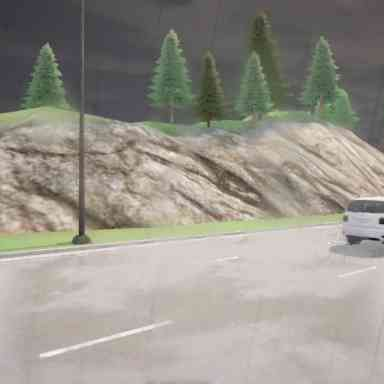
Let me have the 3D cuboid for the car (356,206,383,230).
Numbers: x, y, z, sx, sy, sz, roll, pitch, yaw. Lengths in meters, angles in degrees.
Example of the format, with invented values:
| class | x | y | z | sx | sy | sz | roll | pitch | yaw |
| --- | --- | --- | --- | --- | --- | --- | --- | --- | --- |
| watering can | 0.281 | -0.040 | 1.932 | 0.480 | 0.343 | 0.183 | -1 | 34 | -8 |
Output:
| class | x | y | z | sx | sy | sz | roll | pitch | yaw |
| --- | --- | --- | --- | --- | --- | --- | --- | --- | --- |
| car | 12.768 | 1.603 | 21.489 | 4.718 | 1.301 | 1.895 | 0 | 0 | -36 |

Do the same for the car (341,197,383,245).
| class | x | y | z | sx | sy | sz | roll | pitch | yaw |
| --- | --- | --- | --- | --- | --- | --- | --- | --- | --- |
| car | 8.664 | 1.225 | 14.246 | 5.566 | 2.045 | 2.150 | 0 | 0 | -36 |
